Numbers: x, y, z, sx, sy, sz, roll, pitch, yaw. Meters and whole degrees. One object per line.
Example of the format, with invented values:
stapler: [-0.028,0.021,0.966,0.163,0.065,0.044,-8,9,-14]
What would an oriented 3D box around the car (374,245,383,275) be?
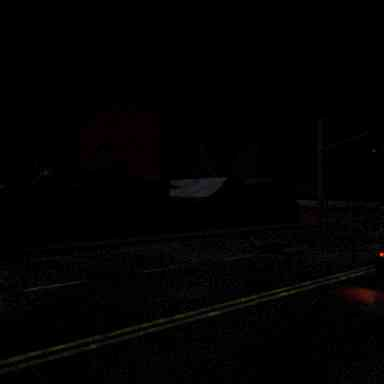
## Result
car: [6.928,1.549,8.763,5.357,1.411,2.033,0,0,-35]
